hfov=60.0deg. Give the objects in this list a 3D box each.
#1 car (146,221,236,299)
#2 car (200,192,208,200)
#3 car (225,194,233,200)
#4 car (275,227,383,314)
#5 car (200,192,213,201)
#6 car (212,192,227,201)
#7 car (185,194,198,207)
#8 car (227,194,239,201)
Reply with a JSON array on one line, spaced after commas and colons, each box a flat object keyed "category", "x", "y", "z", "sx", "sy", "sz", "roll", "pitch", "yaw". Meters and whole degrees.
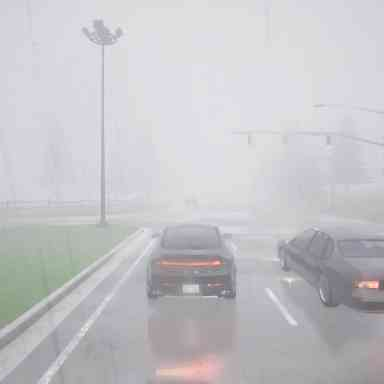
[{"category": "car", "x": -0.006, "y": 1.505, "z": 8.447, "sx": 1.837, "sy": 1.490, "sz": 4.892, "roll": 0, "pitch": 0, "yaw": 0}, {"category": "car", "x": 3.325, "y": 1.057, "z": 93.029, "sx": 2.150, "sy": 2.045, "sz": 5.566, "roll": 0, "pitch": 0, "yaw": 0}, {"category": "car", "x": 10.325, "y": 1.332, "z": 93.012, "sx": 1.837, "sy": 1.490, "sz": 4.892, "roll": 0, "pitch": 0, "yaw": 0}, {"category": "car", "x": 3.489, "y": 1.547, "z": 7.894, "sx": 2.033, "sy": 1.411, "sz": 5.357, "roll": 0, "pitch": 0, "yaw": 0}, {"category": "car", "x": 3.344, "y": 1.347, "z": 82.966, "sx": 2.097, "sy": 1.767, "sz": 4.553, "roll": 0, "pitch": 0, "yaw": 0}, {"category": "car", "x": 6.845, "y": 1.517, "z": 82.586, "sx": 2.128, "sy": 1.511, "sz": 4.902, "roll": 0, "pitch": 0, "yaw": 0}, {"category": "car", "x": -0.098, "y": 1.478, "z": 51.952, "sx": 1.882, "sy": 1.535, "sz": 5.008, "roll": 0, "pitch": 0, "yaw": 0}, {"category": "car", "x": 10.344, "y": 1.347, "z": 82.979, "sx": 2.097, "sy": 1.767, "sz": 4.553, "roll": 0, "pitch": 0, "yaw": 0}]
